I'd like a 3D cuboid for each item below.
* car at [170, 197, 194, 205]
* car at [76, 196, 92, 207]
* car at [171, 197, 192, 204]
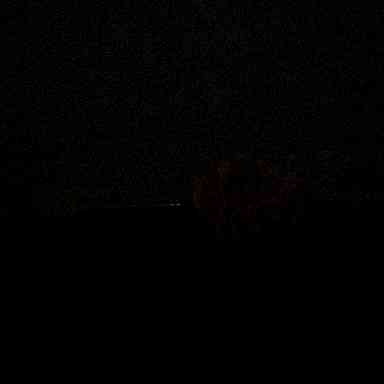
[{"bbox_3d":[-1.576,1.557,58.956,2.033,1.411,5.357,0,-1,36],"label":"car"},{"bbox_3d":[-16.037,1.279,45.142,1.882,1.535,5.008,0,-1,36],"label":"car"},{"bbox_3d":[-1.968,1.631,64.458,1.994,1.385,4.181,0,-1,36],"label":"car"}]
